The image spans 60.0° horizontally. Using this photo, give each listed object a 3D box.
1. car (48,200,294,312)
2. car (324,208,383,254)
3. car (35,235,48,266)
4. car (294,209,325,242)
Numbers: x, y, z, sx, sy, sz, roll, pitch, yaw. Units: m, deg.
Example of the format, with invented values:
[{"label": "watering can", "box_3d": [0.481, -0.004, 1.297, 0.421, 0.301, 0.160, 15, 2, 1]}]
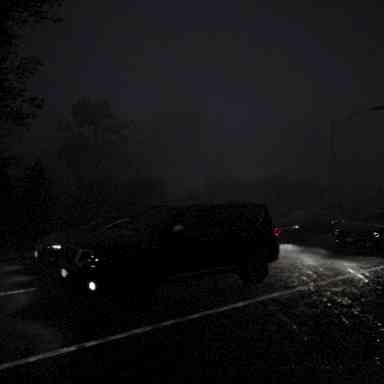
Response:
[{"label": "car", "box_3d": [-0.250, 1.237, 8.115, 5.566, 2.045, 2.150, 0, 0, -35]}, {"label": "car", "box_3d": [7.964, 1.529, 13.952, 5.008, 1.535, 1.882, 0, 0, -35]}, {"label": "car", "box_3d": [-2.409, 1.507, 10.861, 4.902, 1.511, 2.128, 0, 0, -35]}, {"label": "car", "box_3d": [5.927, 1.577, 16.791, 4.674, 1.442, 1.812, 0, 0, -36]}]
